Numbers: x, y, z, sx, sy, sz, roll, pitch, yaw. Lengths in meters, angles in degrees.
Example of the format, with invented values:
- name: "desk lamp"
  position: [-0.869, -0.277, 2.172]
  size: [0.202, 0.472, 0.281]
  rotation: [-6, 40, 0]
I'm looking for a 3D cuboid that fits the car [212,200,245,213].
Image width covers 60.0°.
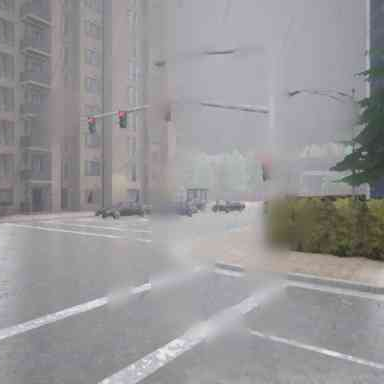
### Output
- name: "car"
  position: [4.071, 1.601, 37.129]
  size: [1.895, 1.301, 4.718]
  rotation: [0, 0, 36]

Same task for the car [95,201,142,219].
- name: "car"
  position: [-5.917, 1.547, 29.378]
  size: [2.033, 1.411, 5.357]
  rotation: [0, 0, 36]

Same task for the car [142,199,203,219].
- name: "car"
  position: [-1.582, 1.547, 29.385]
  size: [2.033, 1.411, 5.357]
  rotation: [0, 0, 36]

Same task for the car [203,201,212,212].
- name: "car"
  position: [-0.228, 1.491, 37.177]
  size: [2.128, 1.511, 4.902]
  rotation: [0, 0, 36]

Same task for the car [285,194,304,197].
- name: "car"
  position: [13.940, 1.222, 44.434]
  size: [2.150, 2.045, 5.566]
  rotation: [0, 0, 36]
